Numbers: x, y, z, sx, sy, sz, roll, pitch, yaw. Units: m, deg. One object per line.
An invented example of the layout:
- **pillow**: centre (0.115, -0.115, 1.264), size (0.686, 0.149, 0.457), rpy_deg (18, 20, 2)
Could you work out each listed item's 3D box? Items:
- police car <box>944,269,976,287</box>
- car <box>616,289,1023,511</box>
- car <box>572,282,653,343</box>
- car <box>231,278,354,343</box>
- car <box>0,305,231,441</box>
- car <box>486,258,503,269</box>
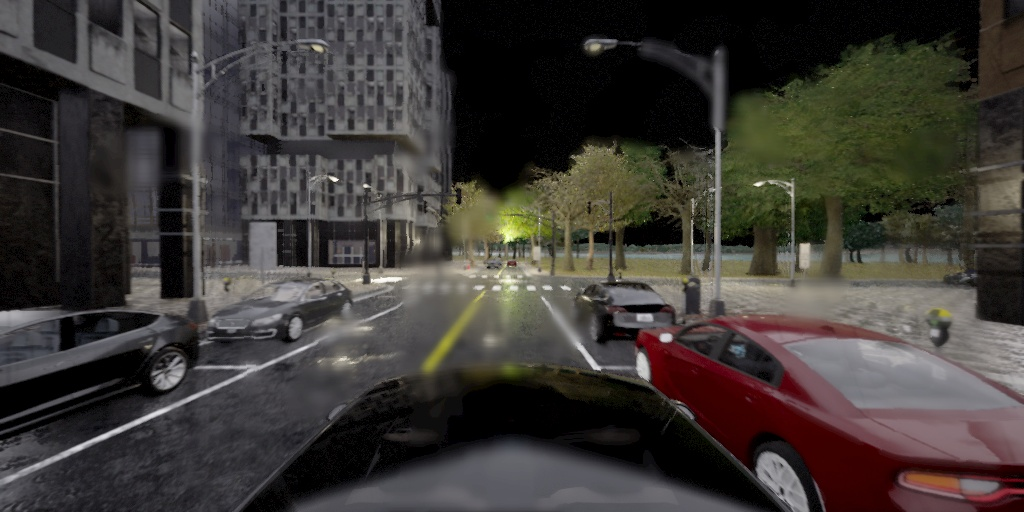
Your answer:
- **police car**: centre (39.289, 1.789, 29.986), size (4.974, 1.542, 2.038), rpy_deg (1, 1, 0)
- **car**: centre (2.764, 1.295, 3.855), size (1.888, 1.381, 4.507), rpy_deg (0, 0, 0)
- **car**: centre (2.765, 1.315, 9.524), size (1.948, 1.339, 4.313), rpy_deg (0, 0, 0)
- **car**: centre (-5.760, 1.300, 9.557), size (2.007, 1.370, 4.403), rpy_deg (0, 0, 0)
- **car**: centre (-5.762, 1.316, 3.888), size (1.948, 1.339, 4.313), rpy_deg (0, 0, 0)
- **car**: centre (-3.027, 1.382, 57.442), size (2.033, 1.411, 5.357), rpy_deg (0, 0, 1)
